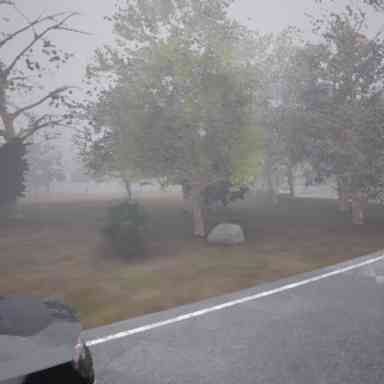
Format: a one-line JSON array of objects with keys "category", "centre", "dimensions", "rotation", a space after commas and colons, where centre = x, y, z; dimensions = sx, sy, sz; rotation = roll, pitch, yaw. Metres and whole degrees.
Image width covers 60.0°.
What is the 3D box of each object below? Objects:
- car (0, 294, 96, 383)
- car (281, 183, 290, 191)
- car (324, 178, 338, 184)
[{"category": "car", "centre": [-3.070, 1.502, 1.902], "dimensions": [4.902, 1.511, 2.128], "rotation": [0, 0, -36]}, {"category": "car", "centre": [18.604, -1.029, 64.833], "dimensions": [1.812, 1.442, 4.674], "rotation": [-3, 3, 26]}, {"category": "car", "centre": [31.117, -2.592, 76.063], "dimensions": [4.892, 1.490, 1.837], "rotation": [-5, 3, -20]}]
